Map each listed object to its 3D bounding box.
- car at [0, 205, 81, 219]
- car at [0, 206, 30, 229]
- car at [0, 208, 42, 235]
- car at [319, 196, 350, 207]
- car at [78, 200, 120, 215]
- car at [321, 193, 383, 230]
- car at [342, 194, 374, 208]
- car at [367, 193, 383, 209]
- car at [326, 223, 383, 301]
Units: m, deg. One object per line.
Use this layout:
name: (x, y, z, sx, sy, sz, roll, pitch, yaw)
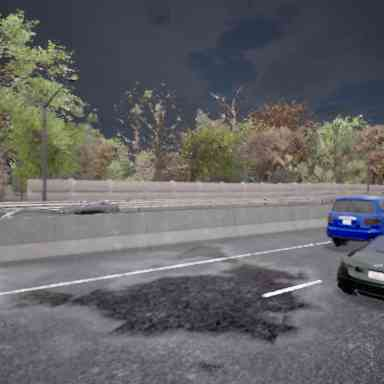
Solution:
car: (-7.951, 1.517, 15.521, 4.674, 1.442, 1.812, 0, 0, -36)
car: (-12.816, 1.595, 20.650, 4.718, 1.301, 1.895, 0, 0, -36)
car: (-10.770, 1.595, 17.810, 4.718, 1.301, 1.895, 0, 0, -36)
car: (21.070, 1.393, 49.096, 4.892, 1.490, 1.837, 0, 0, -35)
car: (-8.366, 1.463, 27.539, 4.902, 1.511, 2.128, 0, 0, -38)
car: (7.808, 1.179, 13.623, 5.566, 2.045, 2.150, 0, 0, -36)
car: (23.037, 1.238, 46.206, 4.553, 1.767, 2.097, 0, 0, -35)
car: (25.448, 1.110, 43.629, 5.566, 2.045, 2.150, 0, 0, -35)
car: (5.114, 1.538, 7.400, 4.181, 1.385, 1.994, 0, 0, -36)
